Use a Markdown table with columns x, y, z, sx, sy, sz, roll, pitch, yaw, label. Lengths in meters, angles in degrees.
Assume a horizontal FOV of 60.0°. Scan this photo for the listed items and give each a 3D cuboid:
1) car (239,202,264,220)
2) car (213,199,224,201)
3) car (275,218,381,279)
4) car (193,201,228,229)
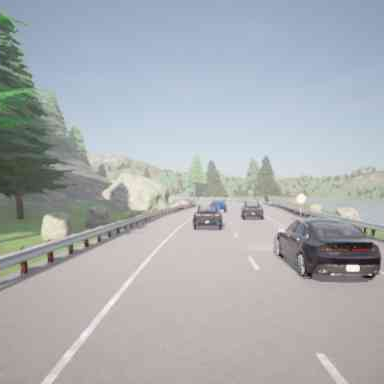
| x | y | z | sx | sy | sz | roll | pitch | yaw | label |
| --- | --- | --- | --- | --- | --- | --- | --- | --- | --- |
| 5.398 | 1.634 | 30.190 | 2.128 | 1.511 | 4.902 | 0 | 0 | 6 | car |
| 3.332 | 1.665 | 41.253 | 1.882 | 1.535 | 5.008 | 0 | 0 | 8 | car |
| 3.870 | 1.557 | 10.238 | 1.837 | 1.490 | 4.892 | 0 | 0 | 2 | car |
| 1.100 | 1.591 | 22.167 | 2.128 | 1.511 | 4.902 | 0 | 0 | 5 | car |
